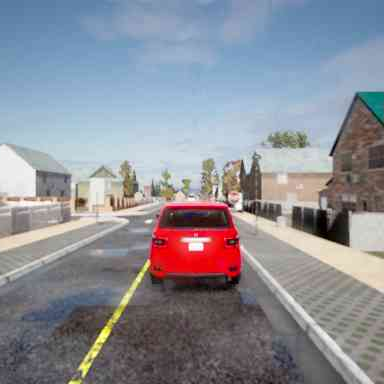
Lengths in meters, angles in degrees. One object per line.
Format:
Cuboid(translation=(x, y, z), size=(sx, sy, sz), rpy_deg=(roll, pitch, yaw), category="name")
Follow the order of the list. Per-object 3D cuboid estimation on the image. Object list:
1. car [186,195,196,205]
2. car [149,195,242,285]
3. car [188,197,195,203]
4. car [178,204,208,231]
Cuboid(translation=(-0.141, 1.682, 72.683), size=(2.150, 2.045, 5.566), rpy_deg=(0, -1, 0), category="car")
Cuboid(translation=(0.077, 1.244, 9.689), size=(2.150, 2.045, 5.566), rpy_deg=(0, 0, 0), category="car")
Cuboid(translation=(-0.161, 1.921, 83.076), size=(1.837, 1.490, 4.892), rpy_deg=(0, -1, 0), category="car")
Cuboid(translation=(0.051, 1.592, 22.002), size=(1.812, 1.442, 4.674), rpy_deg=(0, 0, 0), category="car")
